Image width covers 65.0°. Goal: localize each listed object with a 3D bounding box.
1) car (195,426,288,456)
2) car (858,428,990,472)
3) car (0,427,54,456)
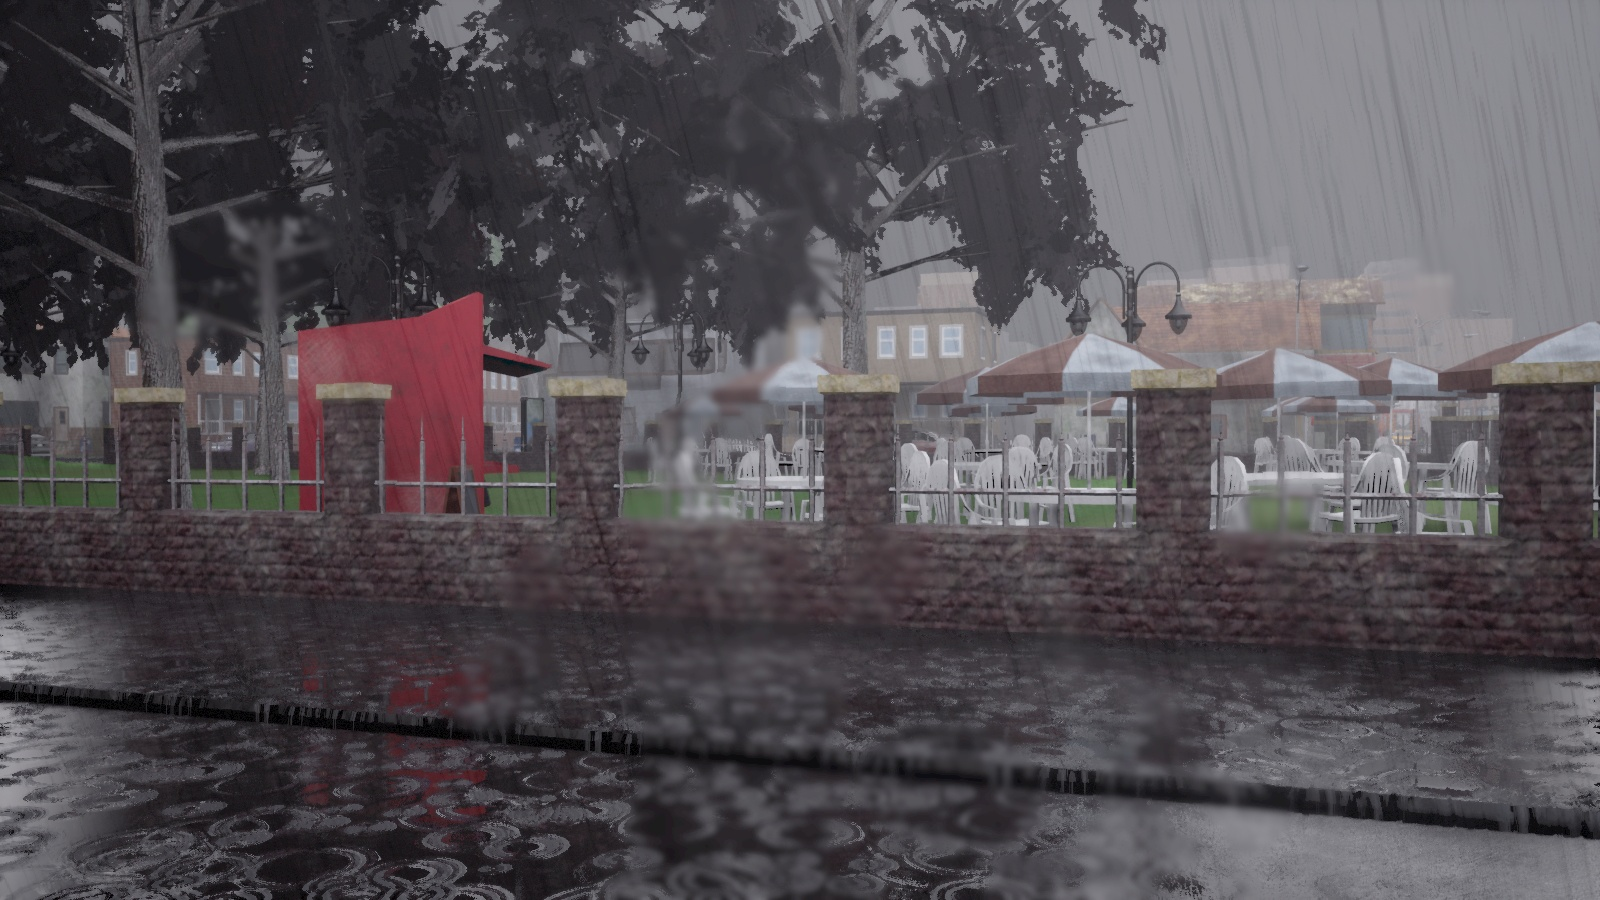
[{"bbox_3d":[-31.992,-0.517,72.069,2.033,1.649,4.856,1,1,21],"label":"car"},{"bbox_3d":[4.916,-0.022,49.807,4.856,1.649,2.033,1,1,19],"label":"car"},{"bbox_3d":[-44.149,-0.491,70.607,3.705,1.549,1.789,1,1,18],"label":"car"}]
